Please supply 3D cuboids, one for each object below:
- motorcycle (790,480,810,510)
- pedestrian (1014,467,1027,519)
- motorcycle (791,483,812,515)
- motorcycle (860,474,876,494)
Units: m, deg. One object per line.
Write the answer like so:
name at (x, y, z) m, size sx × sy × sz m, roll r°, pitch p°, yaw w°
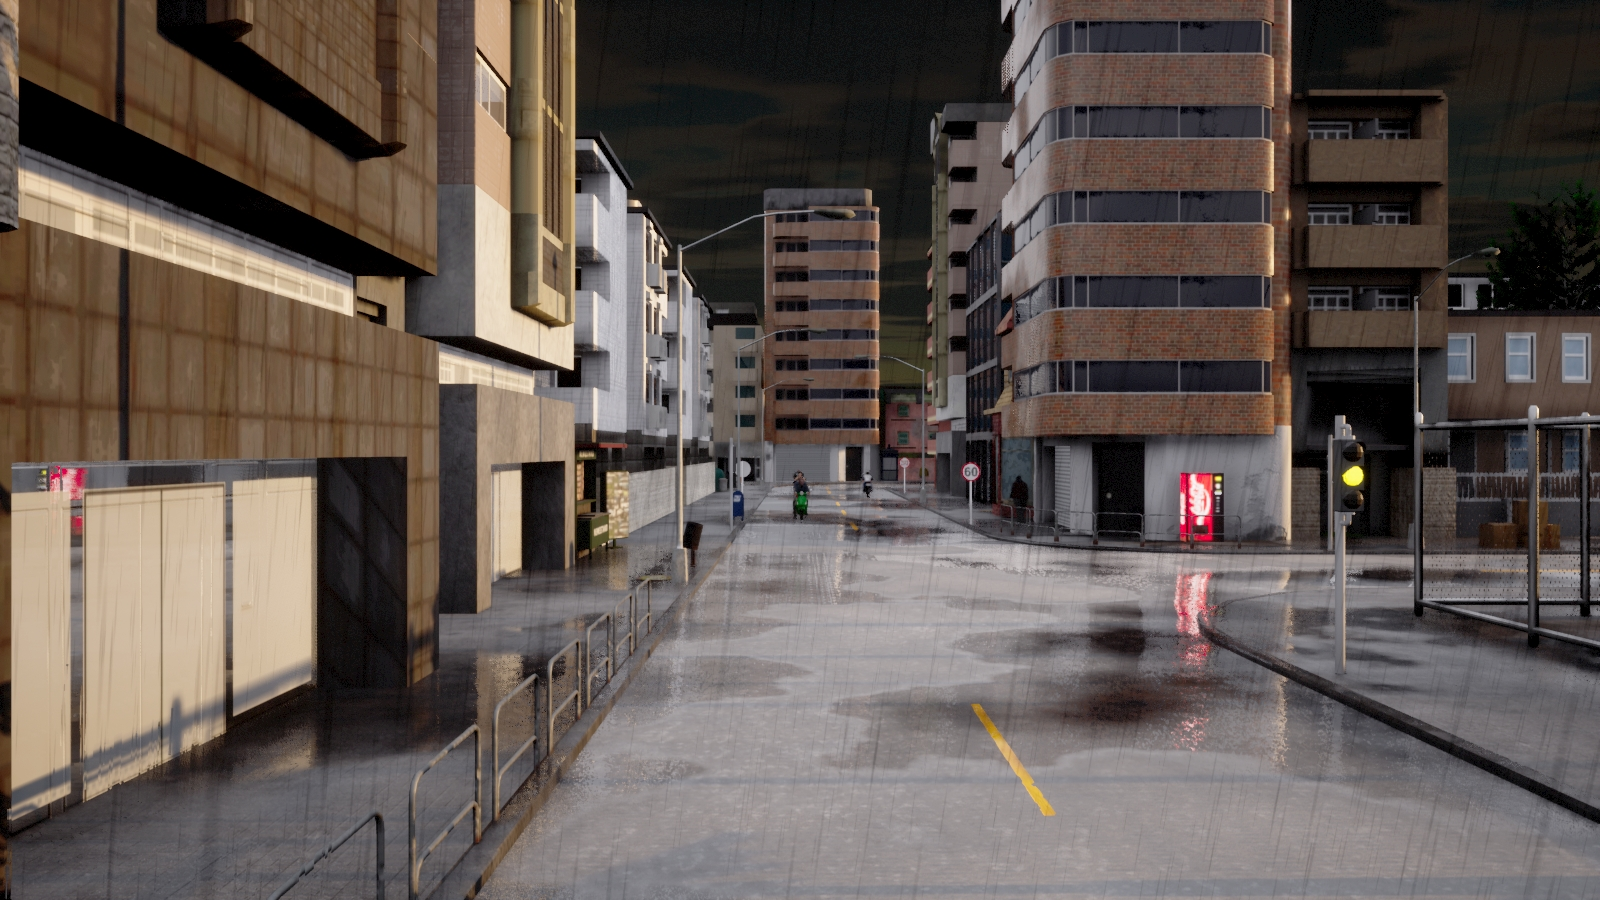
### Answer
motorcycle at (0.019, 1.970, 50.389) m, size 0.856 × 1.236 × 1.805 m, roll 0°, pitch 0°, yaw 0°
pedestrian at (7.829, 1.523, 40.541) m, size 0.375 × 1.860 × 0.375 m, roll 0°, pitch 0°, yaw 1°
motorcycle at (0.063, 1.970, 46.521) m, size 0.856 × 1.236 × 1.805 m, roll 0°, pitch 0°, yaw 0°
motorcycle at (4.038, 2.004, 68.179) m, size 0.803 × 1.145 × 2.033 m, roll 0°, pitch 0°, yaw 0°
